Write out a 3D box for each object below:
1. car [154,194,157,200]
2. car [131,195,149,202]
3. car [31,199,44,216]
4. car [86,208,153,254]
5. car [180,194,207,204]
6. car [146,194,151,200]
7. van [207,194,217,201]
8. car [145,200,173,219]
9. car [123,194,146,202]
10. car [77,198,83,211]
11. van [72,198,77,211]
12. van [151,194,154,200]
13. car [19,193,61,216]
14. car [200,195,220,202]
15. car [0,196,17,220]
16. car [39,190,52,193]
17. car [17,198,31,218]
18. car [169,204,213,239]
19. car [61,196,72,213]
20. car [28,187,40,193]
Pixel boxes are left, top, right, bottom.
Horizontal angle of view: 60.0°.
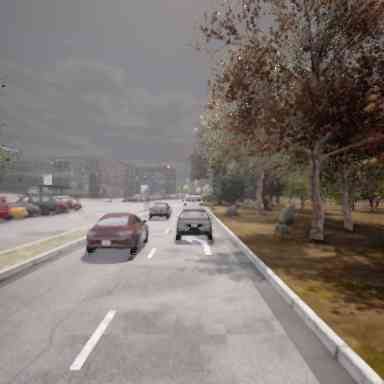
[{"bbox_3d":[-13.010,1.787,93.083,4.892,1.521,2.231,-1,-1,-14],"label":"car"},{"bbox_3d":[-13.703,1.630,87.072,4.553,1.767,2.185,-1,-1,-14],"label":"car"},{"bbox_3d":[-16.767,1.684,31.274,4.674,1.452,2.002,-1,0,-20],"label":"car"},{"bbox_3d":[-2.897,1.565,13.540,1.812,1.442,4.674,0,0,0],"label":"car"},{"bbox_3d":[0.151,1.398,34.840,2.150,2.045,5.566,0,0,0],"label":"car"},{"bbox_3d":[-13.796,1.733,84.120,5.366,1.575,1.946,-1,-1,-15],"label":"car"},{"bbox_3d":[4.286,1.459,83.724,4.442,1.987,1.878,1,0,-14],"label":"van"},{"bbox_3d":[-2.874,1.697,30.891,2.033,1.411,5.357,0,0,0],"label":"car"},{"bbox_3d":[-14.441,1.760,81.127,4.792,1.488,2.163,-1,0,-15],"label":"car"},{"bbox_3d":[-16.623,1.603,43.321,4.553,1.767,2.185,-1,0,-19],"label":"car"},{"bbox_3d":[-16.598,1.481,40.344,4.442,1.987,1.878,-1,-1,-19],"label":"van"},{"bbox_3d":[-13.238,1.543,90.113,4.442,1.987,1.878,-1,-1,-14],"label":"van"},{"bbox_3d":[-16.787,1.414,34.272,5.566,2.045,2.435,-1,0,-20],"label":"car"},{"bbox_3d":[4.670,1.573,86.693,4.553,1.767,2.185,1,0,-14],"label":"car"},{"bbox_3d":[-16.817,1.351,25.259,5.566,2.045,2.435,-1,0,-20],"label":"car"},{"bbox_3d":[-31.161,0.490,72.002,2.002,1.452,4.674,6,-3,-19],"label":"car"},{"bbox_3d":[-16.957,1.622,28.207,5.366,1.575,1.946,-1,0,-20],"label":"car"},{"bbox_3d":[0.104,1.610,17.806,2.033,1.411,5.357,0,0,0],"label":"car"},{"bbox_3d":[-16.714,1.435,37.308,5.566,2.045,2.435,-1,-1,-20],"label":"car"},{"bbox_3d":[-34.156,-0.072,72.065,2.435,2.045,5.566,6,-3,-19],"label":"car"}]
